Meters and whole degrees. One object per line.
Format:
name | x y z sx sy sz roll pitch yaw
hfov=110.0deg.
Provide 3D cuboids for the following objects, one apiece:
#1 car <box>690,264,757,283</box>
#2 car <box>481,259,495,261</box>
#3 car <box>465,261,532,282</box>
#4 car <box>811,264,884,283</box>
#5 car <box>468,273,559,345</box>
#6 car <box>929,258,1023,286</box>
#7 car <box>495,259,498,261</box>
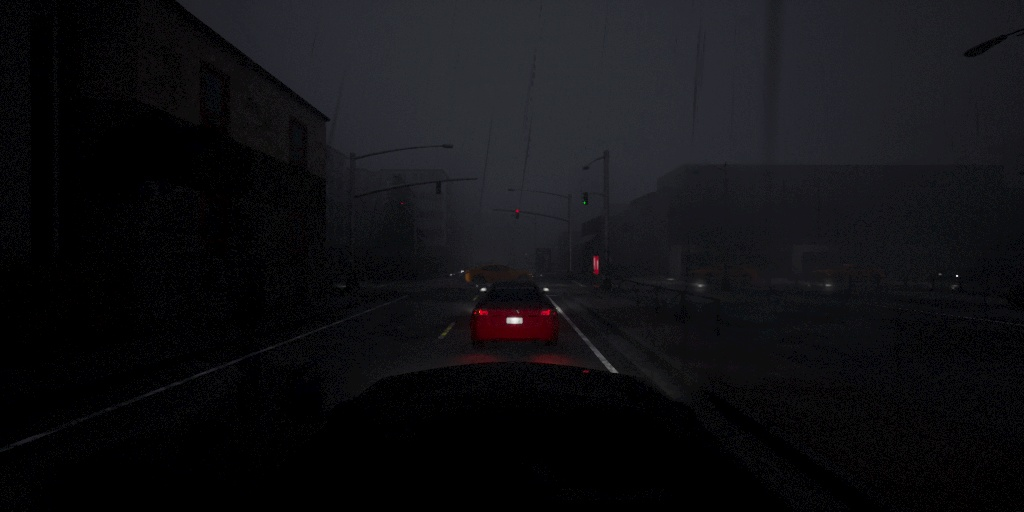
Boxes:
car | 17.330 1.404 29.529 5.008 1.535 1.882 0 0 0
car | -3.543 1.276 46.343 1.812 1.442 4.674 0 0 0
car | -0.855 1.299 25.818 5.008 1.535 1.882 0 -1 0
car | 27.555 1.404 29.538 5.008 1.535 1.882 0 0 0
car | 0.072 1.314 9.472 1.994 1.385 4.181 0 0 0
car | 38.045 1.148 29.531 5.566 2.045 2.150 0 0 0
car | -3.520 1.351 56.377 1.895 1.301 4.718 0 0 0
